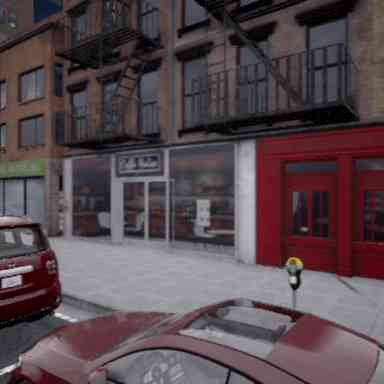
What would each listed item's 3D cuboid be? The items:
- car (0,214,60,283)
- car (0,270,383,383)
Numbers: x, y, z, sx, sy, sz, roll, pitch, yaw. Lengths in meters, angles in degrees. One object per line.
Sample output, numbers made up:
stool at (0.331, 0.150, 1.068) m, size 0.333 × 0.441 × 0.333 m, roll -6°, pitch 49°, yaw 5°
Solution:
car at (-4.408, 1.314, 5.954) m, size 5.009 × 1.841 × 2.192 m, roll 0°, pitch 0°, yaw 35°
car at (0.218, 1.582, 2.654) m, size 4.206 × 1.307 × 1.802 m, roll 0°, pitch 0°, yaw 35°
